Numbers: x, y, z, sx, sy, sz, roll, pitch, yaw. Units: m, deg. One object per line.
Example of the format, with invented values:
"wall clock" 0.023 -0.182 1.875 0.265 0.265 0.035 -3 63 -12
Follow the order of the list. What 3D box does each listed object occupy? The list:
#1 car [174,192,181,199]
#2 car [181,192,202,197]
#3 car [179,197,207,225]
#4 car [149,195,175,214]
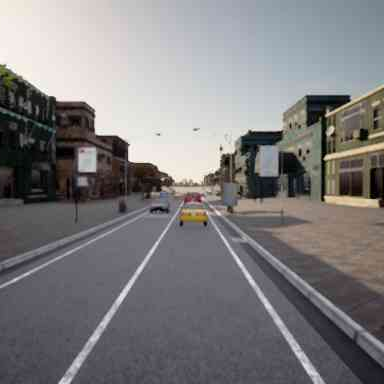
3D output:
"car" -3.018 0.711 74.165 2.097 1.767 4.553 0 1 0
"car" 0.090 0.962 41.909 2.150 2.045 5.566 0 1 0
"car" 0.094 1.376 23.429 1.801 1.575 5.366 0 0 0
"car" -3.105 1.379 33.420 2.033 1.411 5.357 0 1 0
